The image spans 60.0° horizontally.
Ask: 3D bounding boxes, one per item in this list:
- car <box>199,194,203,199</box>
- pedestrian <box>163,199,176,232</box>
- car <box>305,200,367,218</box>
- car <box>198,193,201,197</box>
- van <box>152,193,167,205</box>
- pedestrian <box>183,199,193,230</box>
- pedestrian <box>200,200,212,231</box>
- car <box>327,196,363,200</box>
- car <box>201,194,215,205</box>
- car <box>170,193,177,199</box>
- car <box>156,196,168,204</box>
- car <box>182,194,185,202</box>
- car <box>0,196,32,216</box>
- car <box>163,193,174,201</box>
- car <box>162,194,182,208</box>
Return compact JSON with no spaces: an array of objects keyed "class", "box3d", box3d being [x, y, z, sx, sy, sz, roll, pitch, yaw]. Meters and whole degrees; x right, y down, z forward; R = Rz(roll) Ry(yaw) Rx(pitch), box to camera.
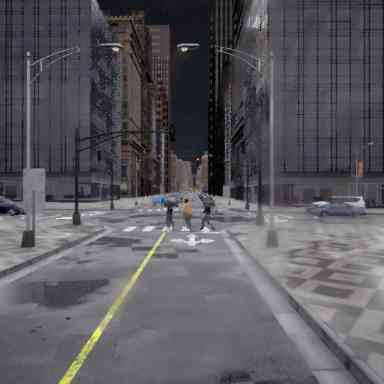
[{"class":"car","box3d":[3.015,1.484,72.891,1.802,1.307,4.206,0,0,0]},{"class":"pedestrian","box3d":[-1.239,1.287,18.459,0.375,1.860,0.375,0,0,0]},{"class":"car","box3d":[13.761,1.740,31.940,5.357,1.411,2.033,1,0,0]},{"class":"car","box3d":[3.093,1.414,84.189,1.887,1.381,4.507,0,0,0]},{"class":"van","box3d":[-5.624,1.282,56.000,1.690,1.788,3.998,0,0,0]},{"class":"pedestrian","box3d":[-0.246,1.286,19.658,0.375,1.860,0.375,0,0,0]},{"class":"pedestrian","box3d":[0.815,1.287,19.060,0.375,1.860,0.375,0,0,0]},{"class":"car","box3d":[15.412,1.448,35.176,5.566,2.045,2.150,1,0,1]},{"class":"car","box3d":[2.901,1.506,55.944,1.947,1.339,4.313,0,0,0]},{"class":"car","box3d":[-5.355,1.176,95.436,1.690,1.788,3.998,0,0,0]},{"class":"car","box3d":[-5.586,1.511,61.650,1.802,1.307,4.206,0,0,0]},{"class":"car","box3d":[-2.802,1.494,61.201,1.994,1.385,4.181,0,0,1]},{"class":"car","box3d":[-16.318,1.135,28.669,4.553,1.767,2.097,1,0,0]},{"class":"car","box3d":[-5.470,1.202,78.595,2.192,1.841,5.009,0,0,0]},{"class":"car","box3d":[-2.911,1.431,48.500,1.882,1.535,5.008,0,0,0]}]
